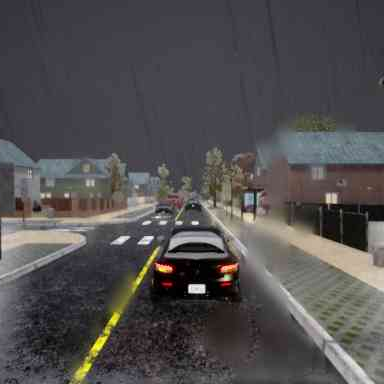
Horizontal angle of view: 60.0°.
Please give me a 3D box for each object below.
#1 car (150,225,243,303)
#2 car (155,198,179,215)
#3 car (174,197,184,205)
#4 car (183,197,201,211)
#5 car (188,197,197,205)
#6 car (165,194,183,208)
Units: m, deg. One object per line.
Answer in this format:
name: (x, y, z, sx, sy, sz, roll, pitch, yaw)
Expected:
car: (0.095, 1.528, 8.107, 1.812, 1.442, 4.674, 0, 0, 0)
car: (-2.804, 1.614, 35.235, 2.033, 1.411, 5.357, 0, 0, 0)
car: (-2.665, 1.718, 66.647, 1.812, 1.442, 4.674, 0, 0, 0)
car: (0.154, 1.669, 42.869, 1.994, 1.385, 4.181, 0, 0, 0)
car: (0.131, 1.784, 66.804, 1.837, 1.490, 4.892, 0, 0, 1)
car: (-2.774, 1.374, 50.229, 2.150, 2.045, 5.566, 0, -1, 0)
